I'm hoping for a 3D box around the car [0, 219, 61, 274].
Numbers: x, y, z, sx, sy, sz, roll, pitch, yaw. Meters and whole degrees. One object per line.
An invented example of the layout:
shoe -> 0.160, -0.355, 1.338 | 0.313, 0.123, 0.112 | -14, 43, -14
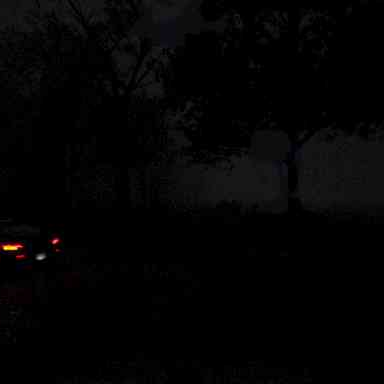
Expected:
car -> -5.934, 1.584, 10.324 | 4.674, 1.442, 1.812 | -1, 0, 36
